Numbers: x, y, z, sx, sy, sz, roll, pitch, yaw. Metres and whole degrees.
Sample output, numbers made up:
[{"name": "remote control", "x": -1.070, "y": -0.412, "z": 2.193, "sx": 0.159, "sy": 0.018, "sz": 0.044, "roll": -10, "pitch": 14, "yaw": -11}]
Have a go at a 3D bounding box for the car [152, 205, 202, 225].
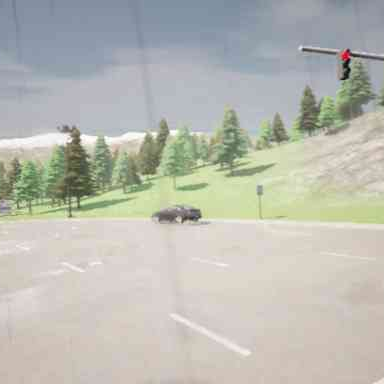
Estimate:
[{"name": "car", "x": -1.322, "y": 1.804, "z": 27.095, "sx": 2.128, "sy": 1.511, "sz": 4.902, "roll": -2, "pitch": -1, "yaw": -44}]
